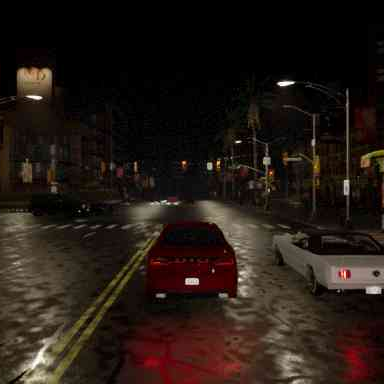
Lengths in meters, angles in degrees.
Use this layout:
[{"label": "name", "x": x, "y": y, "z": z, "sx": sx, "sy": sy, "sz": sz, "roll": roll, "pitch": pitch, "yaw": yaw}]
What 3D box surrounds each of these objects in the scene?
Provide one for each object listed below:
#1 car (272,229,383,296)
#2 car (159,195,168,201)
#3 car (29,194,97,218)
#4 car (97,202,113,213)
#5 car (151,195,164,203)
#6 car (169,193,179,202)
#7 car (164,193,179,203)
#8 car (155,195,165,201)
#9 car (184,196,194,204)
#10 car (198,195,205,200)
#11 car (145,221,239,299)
[{"label": "car", "x": 3.495, "y": 1.601, "z": 8.618, "sx": 1.895, "sy": 1.301, "sz": 4.718, "roll": 0, "pitch": 0, "yaw": 0}, {"label": "car", "x": -7.863, "y": 1.525, "z": 91.178, "sx": 2.128, "sy": 1.511, "sz": 4.902, "roll": 0, "pitch": 0, "yaw": -1}, {"label": "car", "x": -11.840, "y": 1.221, "z": 29.881, "sx": 5.566, "sy": 2.045, "sz": 2.150, "roll": 0, "pitch": -1, "yaw": 13}, {"label": "car", "x": -10.731, "y": 1.564, "z": 35.978, "sx": 4.181, "sy": 1.385, "sz": 1.994, "roll": 0, "pitch": 0, "yaw": -20}, {"label": "car", "x": -7.674, "y": 1.540, "z": 71.568, "sx": 2.033, "sy": 1.411, "sz": 5.357, "roll": 0, "pitch": 0, "yaw": -1}, {"label": "car", "x": -4.261, "y": 1.225, "z": 80.645, "sx": 2.150, "sy": 2.045, "sz": 5.566, "roll": 0, "pitch": 0, "yaw": -1}, {"label": "car", "x": -4.171, "y": 1.355, "z": 71.306, "sx": 2.097, "sy": 1.767, "sz": 4.553, "roll": 0, "pitch": 0, "yaw": -1}, {"label": "car", "x": -7.765, "y": 1.524, "z": 81.063, "sx": 1.812, "sy": 1.442, "sz": 4.674, "roll": 0, "pitch": 0, "yaw": -1}, {"label": "car", "x": -0.534, "y": 1.491, "z": 65.463, "sx": 2.128, "sy": 1.511, "sz": 4.902, "roll": 0, "pitch": 0, "yaw": 0}, {"label": "car", "x": 2.610, "y": 1.524, "z": 94.241, "sx": 1.812, "sy": 1.442, "sz": 4.674, "roll": 0, "pitch": 0, "yaw": -1}, {"label": "car", "x": -0.006, "y": 1.478, "z": 8.530, "sx": 1.882, "sy": 1.535, "sz": 5.008, "roll": 0, "pitch": 0, "yaw": 0}]
